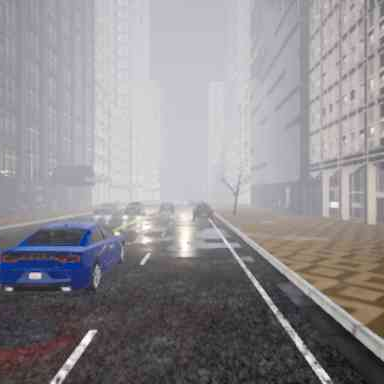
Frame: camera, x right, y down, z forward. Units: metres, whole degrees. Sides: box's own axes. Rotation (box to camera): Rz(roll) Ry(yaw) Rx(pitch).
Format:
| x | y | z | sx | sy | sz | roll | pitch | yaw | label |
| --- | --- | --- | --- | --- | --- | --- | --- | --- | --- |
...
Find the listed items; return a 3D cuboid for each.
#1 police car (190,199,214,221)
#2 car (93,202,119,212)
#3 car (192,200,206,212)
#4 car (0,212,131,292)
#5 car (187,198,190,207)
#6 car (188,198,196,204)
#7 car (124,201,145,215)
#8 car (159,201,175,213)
| x | y | z | sx | sy | sz | roll | pitch | yaw | label |
| --- | --- | --- | --- | --- | --- | --- | --- | --- | --- |
| 0.971 | 1.689 | 30.480 | 1.930 | 1.638 | 5.238 | 0 | -1 | 0 | police car |
| -9.832 | 1.891 | 38.545 | 2.033 | 1.411 | 5.357 | 0 | -1 | 0 | car |
| 0.969 | 1.880 | 46.560 | 1.801 | 1.575 | 5.366 | 0 | -1 | 0 | car |
| -3.151 | 1.552 | 9.163 | 1.882 | 1.535 | 5.008 | 0 | 0 | 0 | car |
| -0.008 | 2.143 | 65.910 | 1.812 | 1.442 | 4.674 | 0 | -1 | 0 | car |
| -0.009 | 2.206 | 81.743 | 1.882 | 1.535 | 5.008 | 0 | -1 | 0 | car |
| -6.586 | 1.847 | 38.512 | 1.837 | 1.490 | 4.892 | 0 | 0 | 0 | car |
| -3.156 | 1.883 | 43.261 | 2.128 | 1.511 | 4.902 | 0 | -1 | 0 | car |
